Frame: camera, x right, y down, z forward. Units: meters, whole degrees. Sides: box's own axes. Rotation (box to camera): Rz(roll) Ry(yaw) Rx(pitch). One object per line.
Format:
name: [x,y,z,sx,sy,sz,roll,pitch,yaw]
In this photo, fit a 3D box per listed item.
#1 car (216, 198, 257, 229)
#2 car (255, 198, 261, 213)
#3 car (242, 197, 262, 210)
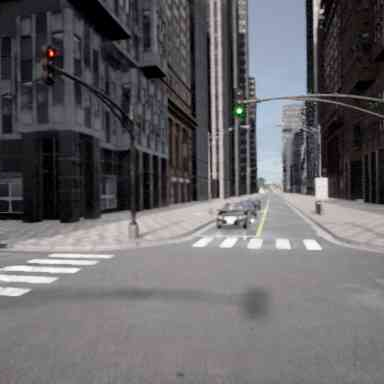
car: [2.743,1.415,21.237,2.128,1.511,4.902,-1,0,14]
car: [4.882,1.441,30.116,1.994,1.385,4.181,-1,0,14]
car: [7.216,1.392,39.784,1.994,1.385,4.181,-1,0,14]
